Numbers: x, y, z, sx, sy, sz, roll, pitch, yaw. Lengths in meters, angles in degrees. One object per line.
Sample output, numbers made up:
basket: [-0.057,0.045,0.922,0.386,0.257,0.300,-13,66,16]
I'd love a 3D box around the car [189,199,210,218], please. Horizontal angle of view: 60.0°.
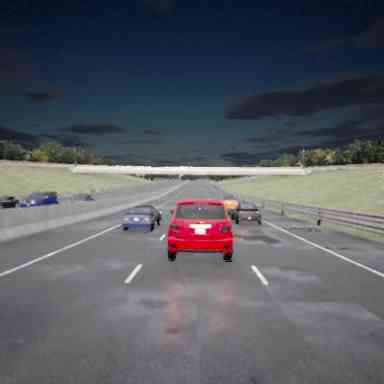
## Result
car: [0.668,1.500,31.526,1.812,1.442,4.674,1,1,1]

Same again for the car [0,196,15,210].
car: [-20.445,1.196,35.767,1.837,1.490,4.892,1,1,1]

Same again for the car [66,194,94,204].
car: [-13.356,1.056,39.994,2.097,1.767,4.553,1,1,1]

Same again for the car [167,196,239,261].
car: [0.305,1.275,12.684,2.150,2.045,5.566,1,0,1]

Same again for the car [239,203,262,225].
car: [4.000,1.559,25.113,2.128,1.511,4.902,1,0,1]

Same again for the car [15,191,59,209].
car: [-16.914,0.929,37.222,2.150,2.045,5.566,1,1,1]

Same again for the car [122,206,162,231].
car: [-3.038,1.558,20.961,2.033,1.411,5.357,1,0,1]
